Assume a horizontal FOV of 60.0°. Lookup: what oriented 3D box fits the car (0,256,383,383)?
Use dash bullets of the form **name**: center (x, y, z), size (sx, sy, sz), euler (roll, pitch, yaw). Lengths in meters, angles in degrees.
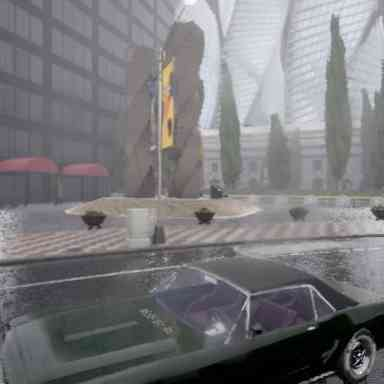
- **car**: center (0.330, 1.564, 3.927), size (4.718, 1.301, 1.895), euler (0, 1, -30)
